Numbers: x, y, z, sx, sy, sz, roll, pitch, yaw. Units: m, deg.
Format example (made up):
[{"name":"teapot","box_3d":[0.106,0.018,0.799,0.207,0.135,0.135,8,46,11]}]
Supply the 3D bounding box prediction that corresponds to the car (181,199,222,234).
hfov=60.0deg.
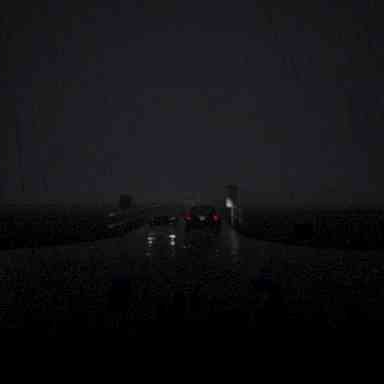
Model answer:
[{"name":"car","box_3d":[0.809,1.570,21.170,2.097,1.767,4.553,-1,-1,7]}]

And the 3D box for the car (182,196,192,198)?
[{"name":"car","box_3d":[-0.807,1.753,54.607,2.150,2.045,5.566,-1,-1,3]}]

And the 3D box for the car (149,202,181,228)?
[{"name":"car","box_3d":[-1.931,1.755,24.924,1.882,1.535,5.008,-1,-1,3]}]

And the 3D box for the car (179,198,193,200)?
[{"name":"car","box_3d":[-1.205,1.922,44.149,1.882,1.535,5.008,0,0,2]}]

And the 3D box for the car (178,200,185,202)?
[{"name":"car","box_3d":[-1.555,1.868,34.468,1.837,1.490,4.892,0,0,2]}]
